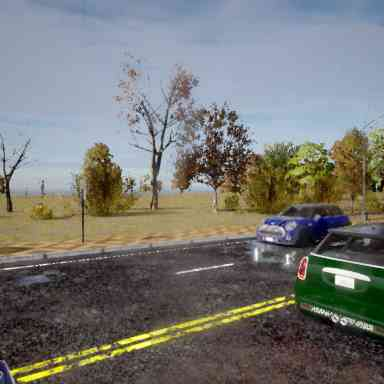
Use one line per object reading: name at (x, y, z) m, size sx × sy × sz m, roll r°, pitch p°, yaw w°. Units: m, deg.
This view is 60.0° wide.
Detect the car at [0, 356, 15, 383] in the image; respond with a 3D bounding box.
car at (-3.061, 1.353, 1.199) m, size 4.553 × 1.767 × 2.097 m, roll 0°, pitch 0°, yaw -36°

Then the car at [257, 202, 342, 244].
car at (5.054, 1.349, 14.877) m, size 4.553 × 1.767 × 2.097 m, roll 0°, pitch 0°, yaw -33°

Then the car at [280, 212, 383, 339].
car at (4.027, 1.351, 6.137) m, size 4.553 × 1.767 × 2.097 m, roll 0°, pitch 0°, yaw -34°
